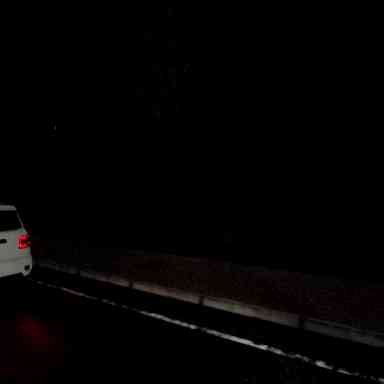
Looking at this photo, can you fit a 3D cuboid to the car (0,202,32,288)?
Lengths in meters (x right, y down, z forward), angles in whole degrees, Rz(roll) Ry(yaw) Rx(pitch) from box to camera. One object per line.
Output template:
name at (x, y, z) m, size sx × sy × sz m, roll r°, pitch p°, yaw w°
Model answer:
car at (-6.127, 1.230, 8.095) m, size 5.566 × 2.045 × 2.150 m, roll 0°, pitch 0°, yaw 36°
